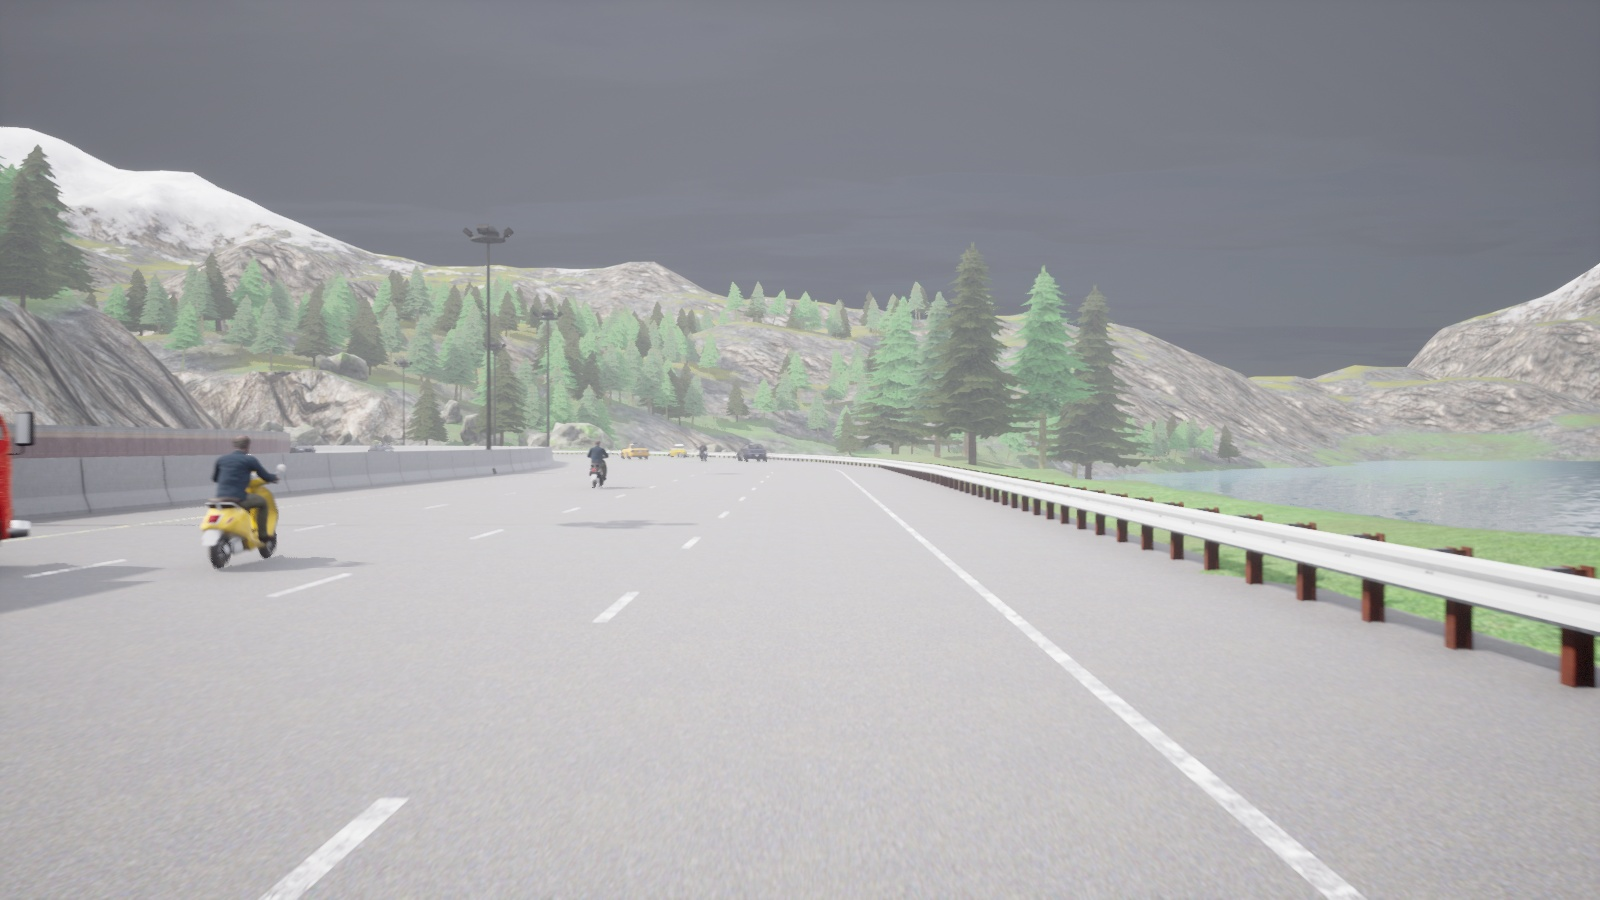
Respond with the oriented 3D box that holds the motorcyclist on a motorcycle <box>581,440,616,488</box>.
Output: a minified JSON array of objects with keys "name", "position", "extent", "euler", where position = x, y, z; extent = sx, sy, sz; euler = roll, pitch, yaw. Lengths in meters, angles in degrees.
[{"name":"motorcyclist on a motorcycle","position":[-6.742,0.457,42.096],"extent":[0.866,1.590,1.817],"euler":[0,0,0]}]

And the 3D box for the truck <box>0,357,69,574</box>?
[{"name":"truck","position":[-10.410,0.178,13.003],"extent":[2.627,2.467,5.204],"euler":[0,0,0]}]

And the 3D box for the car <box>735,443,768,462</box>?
[{"name":"car","position":[-3.854,0.197,99.274],"extent":[1.816,1.474,4.193],"euler":[0,0,-13]}]

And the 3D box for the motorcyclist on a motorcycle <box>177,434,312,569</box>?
[{"name":"motorcyclist on a motorcycle","position":[-6.895,0.606,15.693],"extent":[0.866,1.590,1.817],"euler":[0,0,0]}]
